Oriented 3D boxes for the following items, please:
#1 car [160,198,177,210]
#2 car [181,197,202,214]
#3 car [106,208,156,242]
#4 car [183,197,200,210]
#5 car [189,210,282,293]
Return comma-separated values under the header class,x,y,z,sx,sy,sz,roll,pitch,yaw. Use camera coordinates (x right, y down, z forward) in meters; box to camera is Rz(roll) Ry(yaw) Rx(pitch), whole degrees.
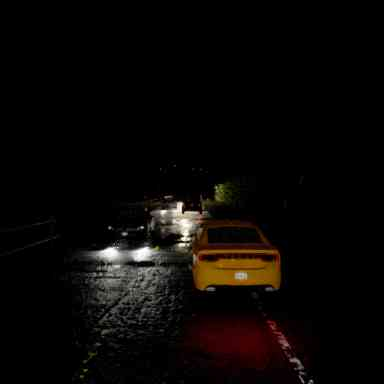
class,x,y,z,sx,sy,sz,roll,pitch,yaw
car,-2.839,1.526,41.938,1.812,1.442,4.674,0,0,0
car,-0.003,1.352,35.079,2.097,1.767,4.553,0,0,0
car,-2.886,1.525,16.528,1.812,1.442,4.674,0,0,0
car,-0.033,1.492,45.039,2.128,1.511,4.902,0,0,0
car,0.944,1.477,8.925,1.882,1.535,5.008,0,0,0
